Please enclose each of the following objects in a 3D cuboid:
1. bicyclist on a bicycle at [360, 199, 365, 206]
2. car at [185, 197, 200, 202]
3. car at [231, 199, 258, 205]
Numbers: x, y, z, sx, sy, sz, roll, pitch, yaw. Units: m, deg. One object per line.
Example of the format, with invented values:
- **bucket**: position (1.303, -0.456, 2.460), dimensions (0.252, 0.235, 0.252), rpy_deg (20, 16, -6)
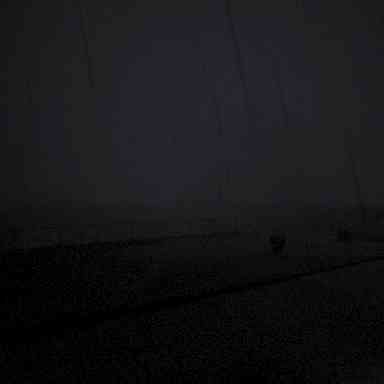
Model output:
- **bicyclist on a bicycle**: position (24.050, 1.794, 46.844), dimensions (1.656, 1.620, 0.582), rpy_deg (0, 0, -35)
- **car**: position (0.458, 1.716, 65.637), dimensions (2.097, 1.767, 4.553), rpy_deg (1, 0, -35)
- **car**: position (9.403, 1.951, 59.982), dimensions (2.033, 1.411, 5.357), rpy_deg (1, 0, -35)
